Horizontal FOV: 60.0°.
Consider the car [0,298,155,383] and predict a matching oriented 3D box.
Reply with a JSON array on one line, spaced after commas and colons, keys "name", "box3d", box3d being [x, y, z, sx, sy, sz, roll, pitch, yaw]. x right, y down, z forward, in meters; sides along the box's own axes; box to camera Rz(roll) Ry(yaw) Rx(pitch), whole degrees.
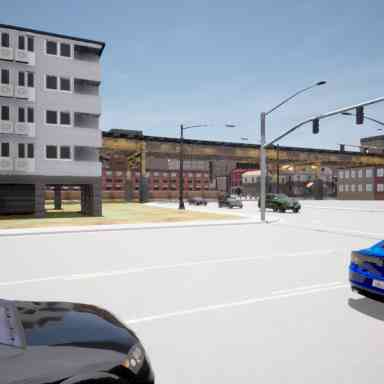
[{"name": "car", "box3d": [-2.423, 1.564, 2.754, 4.181, 1.385, 1.994, 0, 0, -32]}]

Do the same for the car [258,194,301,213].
[{"name": "car", "box3d": [9.641, 1.222, 37.280, 2.150, 2.045, 5.566, 0, 0, -26]}]

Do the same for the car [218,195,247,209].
[{"name": "car", "box3d": [5.267, 1.526, 46.433, 1.812, 1.442, 4.674, 0, 0, -25]}]

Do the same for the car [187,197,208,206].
[{"name": "car", "box3d": [0.846, 1.547, 55.884, 2.033, 1.411, 5.357, 0, 0, -20]}]

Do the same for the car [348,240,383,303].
[{"name": "car", "box3d": [5.554, 1.478, 6.907, 5.008, 1.535, 1.882, 0, 0, -25]}]
